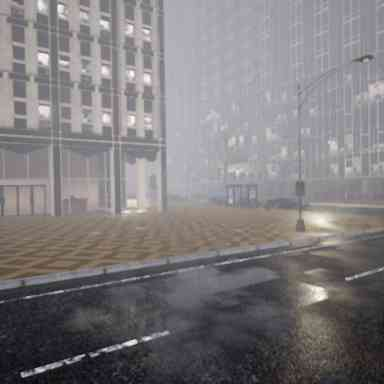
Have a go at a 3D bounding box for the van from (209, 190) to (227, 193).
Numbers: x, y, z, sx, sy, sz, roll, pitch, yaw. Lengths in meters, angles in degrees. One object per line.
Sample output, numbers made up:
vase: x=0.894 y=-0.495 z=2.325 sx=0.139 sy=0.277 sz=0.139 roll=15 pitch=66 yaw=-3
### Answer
van: x=4.472 y=0.614 z=58.461 sx=1.690 sy=1.788 sz=3.998 roll=-1 pitch=1 yaw=-34

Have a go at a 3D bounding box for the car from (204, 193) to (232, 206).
car: x=3.949 y=1.134 z=44.325 sx=1.947 sy=1.339 sz=4.313 roll=-1 pitch=1 yaw=-34

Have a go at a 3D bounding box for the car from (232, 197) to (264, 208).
car: x=7.116 y=1.204 z=39.606 sx=1.802 sy=1.307 sz=4.206 roll=-1 pitch=1 yaw=-34

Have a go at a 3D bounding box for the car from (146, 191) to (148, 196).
car: x=-8.389 y=0.370 z=77.208 sx=2.192 sy=1.841 sz=5.009 roll=-1 pitch=1 yaw=-34

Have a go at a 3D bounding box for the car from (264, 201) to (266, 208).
car: x=11.123 y=1.191 z=38.528 sx=1.895 sy=1.301 sz=4.718 roll=-2 pitch=1 yaw=-34

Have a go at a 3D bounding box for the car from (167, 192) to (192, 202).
car: x=-2.573 y=0.964 z=58.594 sx=1.895 sy=1.301 sz=4.718 roll=-2 pitch=1 yaw=-34

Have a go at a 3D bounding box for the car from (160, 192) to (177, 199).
car: x=-5.172 y=0.692 z=72.526 sx=1.802 sy=1.307 sz=4.206 roll=-1 pitch=1 yaw=-34

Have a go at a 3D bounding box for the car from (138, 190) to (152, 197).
car: x=-11.604 y=0.441 z=81.896 sx=1.967 sy=1.590 sz=4.097 roll=-1 pitch=1 yaw=-34

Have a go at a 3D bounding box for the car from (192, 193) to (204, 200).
car: x=1.259 y=0.801 z=63.152 sx=1.802 sy=1.307 sz=4.206 roll=-1 pitch=1 yaw=-34

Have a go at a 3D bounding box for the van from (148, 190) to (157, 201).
van: x=-5.653 y=0.749 z=58.410 sx=1.690 sy=1.788 sz=3.998 roll=-1 pitch=1 yaw=-34

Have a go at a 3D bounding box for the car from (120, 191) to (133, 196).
car: x=-18.034 y=0.441 z=91.271 sx=2.008 sy=1.369 sz=4.403 roll=-1 pitch=1 yaw=-34

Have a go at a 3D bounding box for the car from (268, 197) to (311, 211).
car: x=10.318 y=1.241 z=34.907 sx=1.947 sy=1.339 sz=4.313 roll=-1 pitch=1 yaw=-34

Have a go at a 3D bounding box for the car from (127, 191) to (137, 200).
car: x=-12.083 y=0.849 z=67.787 sx=2.008 sy=1.369 sz=4.403 roll=-1 pitch=1 yaw=-34
